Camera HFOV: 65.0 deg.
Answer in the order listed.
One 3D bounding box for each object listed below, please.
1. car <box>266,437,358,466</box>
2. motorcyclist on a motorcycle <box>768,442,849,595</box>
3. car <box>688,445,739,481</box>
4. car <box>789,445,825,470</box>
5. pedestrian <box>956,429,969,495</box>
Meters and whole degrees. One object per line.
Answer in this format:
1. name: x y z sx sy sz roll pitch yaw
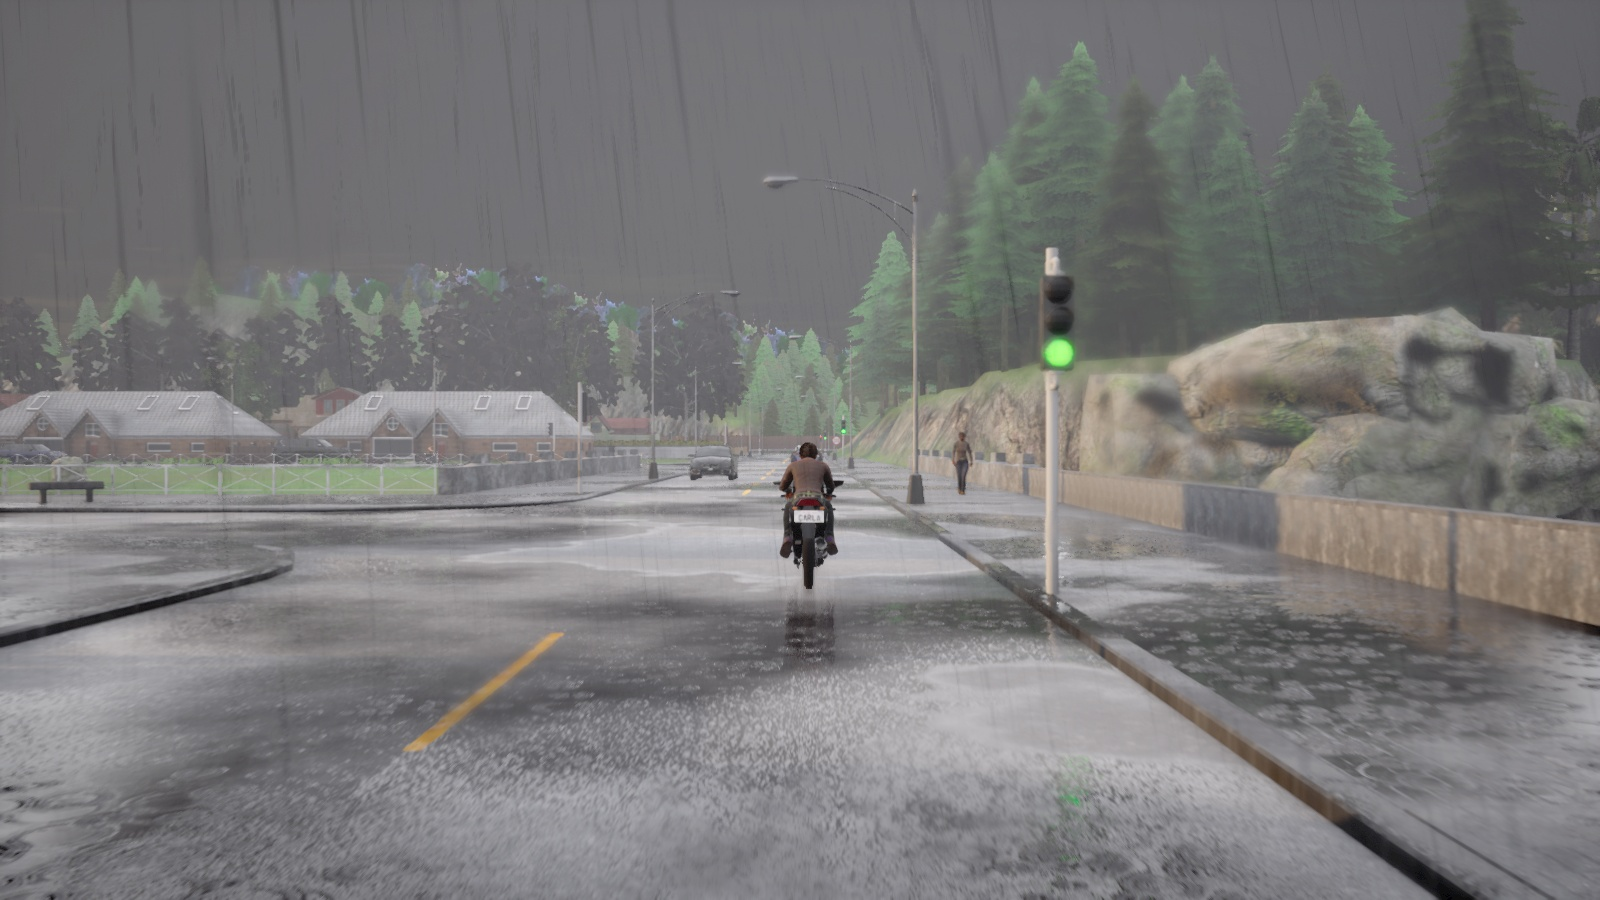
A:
1. car: -33.910 0.094 87.441 5.566 2.045 2.150 0 0 0
2. motorcyclist on a motorcycle: 0.090 0.676 13.466 0.797 1.523 2.044 0 0 0
3. car: -3.686 0.536 54.052 1.837 1.490 4.892 0 0 0
4. car: 0.398 0.437 78.646 2.163 1.488 4.792 0 0 -1
5. pedestrian: 4.464 0.325 34.430 0.328 1.805 0.869 0 0 9
